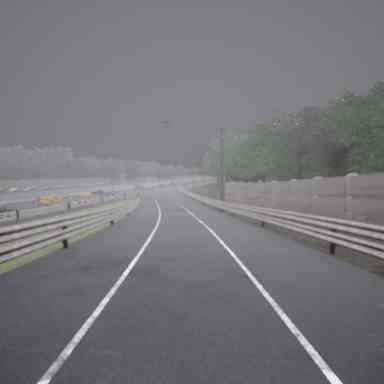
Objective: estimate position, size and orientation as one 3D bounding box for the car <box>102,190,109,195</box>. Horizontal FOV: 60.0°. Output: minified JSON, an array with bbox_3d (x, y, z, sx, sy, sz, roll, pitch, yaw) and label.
[{"bbox_3d":[-19.329,0.076,79.455,1.994,1.385,4.181,0,3,10],"label":"car"}]

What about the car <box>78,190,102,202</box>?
[{"bbox_3d":[-19.016,0.952,61.137,1.882,1.535,5.008,0,3,10],"label":"car"}]

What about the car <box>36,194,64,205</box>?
[{"bbox_3d":[-23.507,1.278,55.846,1.882,1.535,5.008,0,3,10],"label":"car"}]

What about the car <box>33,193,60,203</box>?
[{"bbox_3d":[-26.257,1.070,60.391,2.128,1.511,4.902,0,3,10],"label":"car"}]

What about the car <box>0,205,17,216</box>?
[{"bbox_3d":[-22.845,2.288,39.509,2.128,1.511,4.902,0,3,10],"label":"car"}]

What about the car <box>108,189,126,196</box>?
[{"bbox_3d":[-16.536,0.345,75.157,1.895,1.301,4.718,0,3,10],"label":"car"}]
